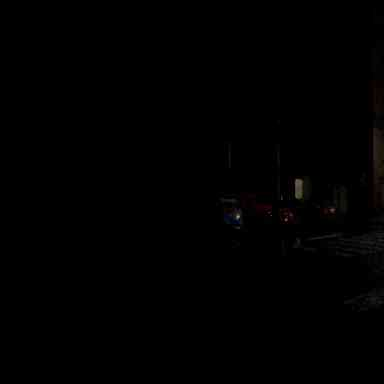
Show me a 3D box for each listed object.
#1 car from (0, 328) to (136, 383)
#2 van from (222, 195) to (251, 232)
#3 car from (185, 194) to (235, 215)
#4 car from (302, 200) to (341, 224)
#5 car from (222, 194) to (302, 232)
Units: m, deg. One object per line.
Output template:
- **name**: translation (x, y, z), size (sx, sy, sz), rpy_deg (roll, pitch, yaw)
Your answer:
- **car**: translation (-2.487, 1.610, 1.432), size (4.718, 1.301, 1.895), rpy_deg (0, 0, -34)
- **van**: translation (1.083, 1.263, 18.371), size (1.690, 1.788, 3.998), rpy_deg (-1, 0, -35)
- **car**: translation (1.666, 1.156, 32.425), size (2.192, 1.841, 5.009), rpy_deg (-1, 0, -35)
- **car**: translation (8.063, 1.288, 23.268), size (1.967, 1.590, 4.097), rpy_deg (-1, 0, -35)
- **car**: translation (3.409, 1.119, 19.861), size (2.150, 2.045, 5.566), rpy_deg (-1, 0, -35)
